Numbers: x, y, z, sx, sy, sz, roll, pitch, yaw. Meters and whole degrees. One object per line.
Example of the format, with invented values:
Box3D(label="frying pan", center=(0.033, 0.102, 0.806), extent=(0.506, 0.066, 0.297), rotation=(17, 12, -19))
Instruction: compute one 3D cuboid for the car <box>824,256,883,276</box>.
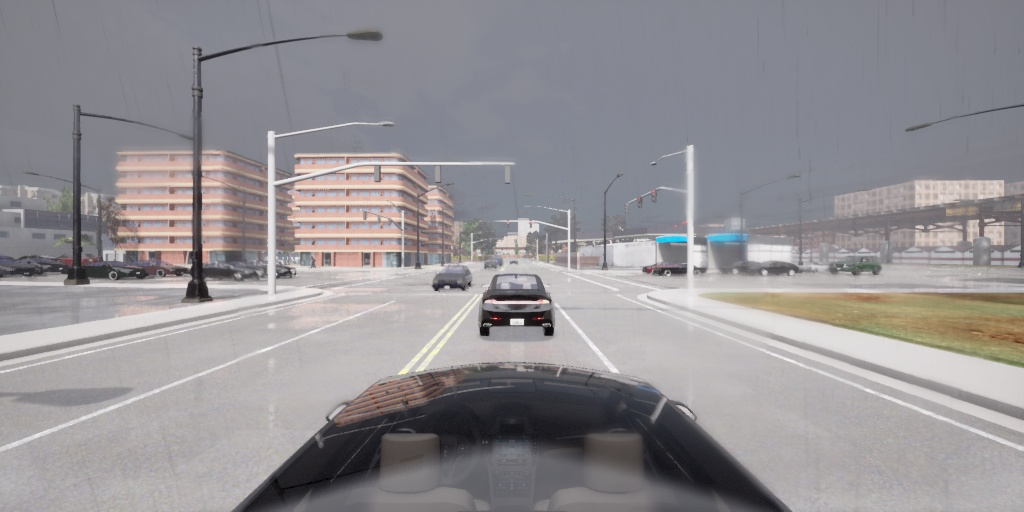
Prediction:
Box3D(label="car", center=(36.327, 0.971, 37.836), extent=(5.566, 2.045, 2.150), rotation=(0, 0, -19))

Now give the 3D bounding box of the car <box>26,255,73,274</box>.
Box3D(label="car", center=(-40.295, 0.868, 30.478), extent=(4.181, 1.385, 1.994), rotation=(1, 0, 1))

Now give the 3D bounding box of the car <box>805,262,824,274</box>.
Box3D(label="car", center=(34.884, 1.351, 41.006), extent=(4.718, 1.301, 1.895), rotation=(0, 0, -19))

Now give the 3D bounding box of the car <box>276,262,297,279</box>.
Box3D(label="car", center=(-20.661, 1.109, 29.976), extent=(4.902, 1.511, 2.128), rotation=(1, 0, 1))

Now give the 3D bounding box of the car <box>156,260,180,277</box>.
Box3D(label="car", center=(-30.404, 1.025, 30.227), extent=(5.357, 1.411, 2.033), rotation=(1, 0, 1))

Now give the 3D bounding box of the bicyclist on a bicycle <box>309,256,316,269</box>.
Box3D(label="bicyclist on a bicycle", center=(-25.928, 0.844, 46.605), extent=(0.582, 1.620, 1.656), rotation=(1, 0, 1))

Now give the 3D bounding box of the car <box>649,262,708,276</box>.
Box3D(label="car", center=(16.634, 1.351, 35.629), extent=(4.718, 1.301, 1.895), rotation=(0, 0, 0))

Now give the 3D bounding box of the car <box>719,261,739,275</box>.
Box3D(label="car", center=(25.218, 1.255, 39.234), extent=(4.892, 1.490, 1.837), rotation=(0, 0, -5))

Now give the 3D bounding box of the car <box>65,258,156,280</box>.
Box3D(label="car", center=(-29.790, 1.054, 26.708), extent=(4.181, 1.385, 1.994), rotation=(1, 0, 1))

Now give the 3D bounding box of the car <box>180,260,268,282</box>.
Box3D(label="car", center=(-20.950, 1.109, 26.485), extent=(4.902, 1.511, 2.128), rotation=(1, 0, 1))

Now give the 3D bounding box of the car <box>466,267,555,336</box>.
Box3D(label="car", center=(0.121, 1.242, 10.320), extent=(2.128, 1.511, 4.902), rotation=(0, 0, 0))

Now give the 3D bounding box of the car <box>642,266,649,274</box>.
Box3D(label="car", center=(16.474, 1.314, 39.157), extent=(4.181, 1.385, 1.994), rotation=(0, 0, 1))

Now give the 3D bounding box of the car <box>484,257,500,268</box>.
Box3D(label="car", center=(-3.318, 1.255, 56.762), extent=(1.837, 1.490, 4.892), rotation=(0, 0, 0))

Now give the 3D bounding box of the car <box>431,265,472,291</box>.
Box3D(label="car", center=(-3.492, 1.289, 22.006), extent=(2.033, 1.411, 5.357), rotation=(0, 0, 0))

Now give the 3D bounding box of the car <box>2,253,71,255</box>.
Box3D(label="car", center=(-50.378, 0.628, 37.870), extent=(4.892, 1.490, 1.837), rotation=(1, 0, 2))

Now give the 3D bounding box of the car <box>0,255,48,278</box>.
Box3D(label="car", center=(-39.043, 0.875, 26.943), extent=(5.357, 1.411, 2.033), rotation=(1, 0, 1))

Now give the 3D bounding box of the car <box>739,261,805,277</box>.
Box3D(label="car", center=(25.913, 1.255, 35.781), extent=(4.892, 1.490, 1.837), rotation=(0, 0, -5))
